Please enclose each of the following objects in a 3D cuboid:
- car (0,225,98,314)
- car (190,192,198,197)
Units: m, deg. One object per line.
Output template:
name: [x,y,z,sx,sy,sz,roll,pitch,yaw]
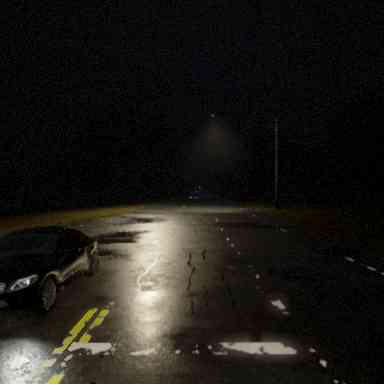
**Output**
car: [-3.532,1.549,7.704,1.812,1.442,4.674,0,-1,0]
car: [0.629,0.605,92.377,1.882,1.535,5.008,0,1,9]
